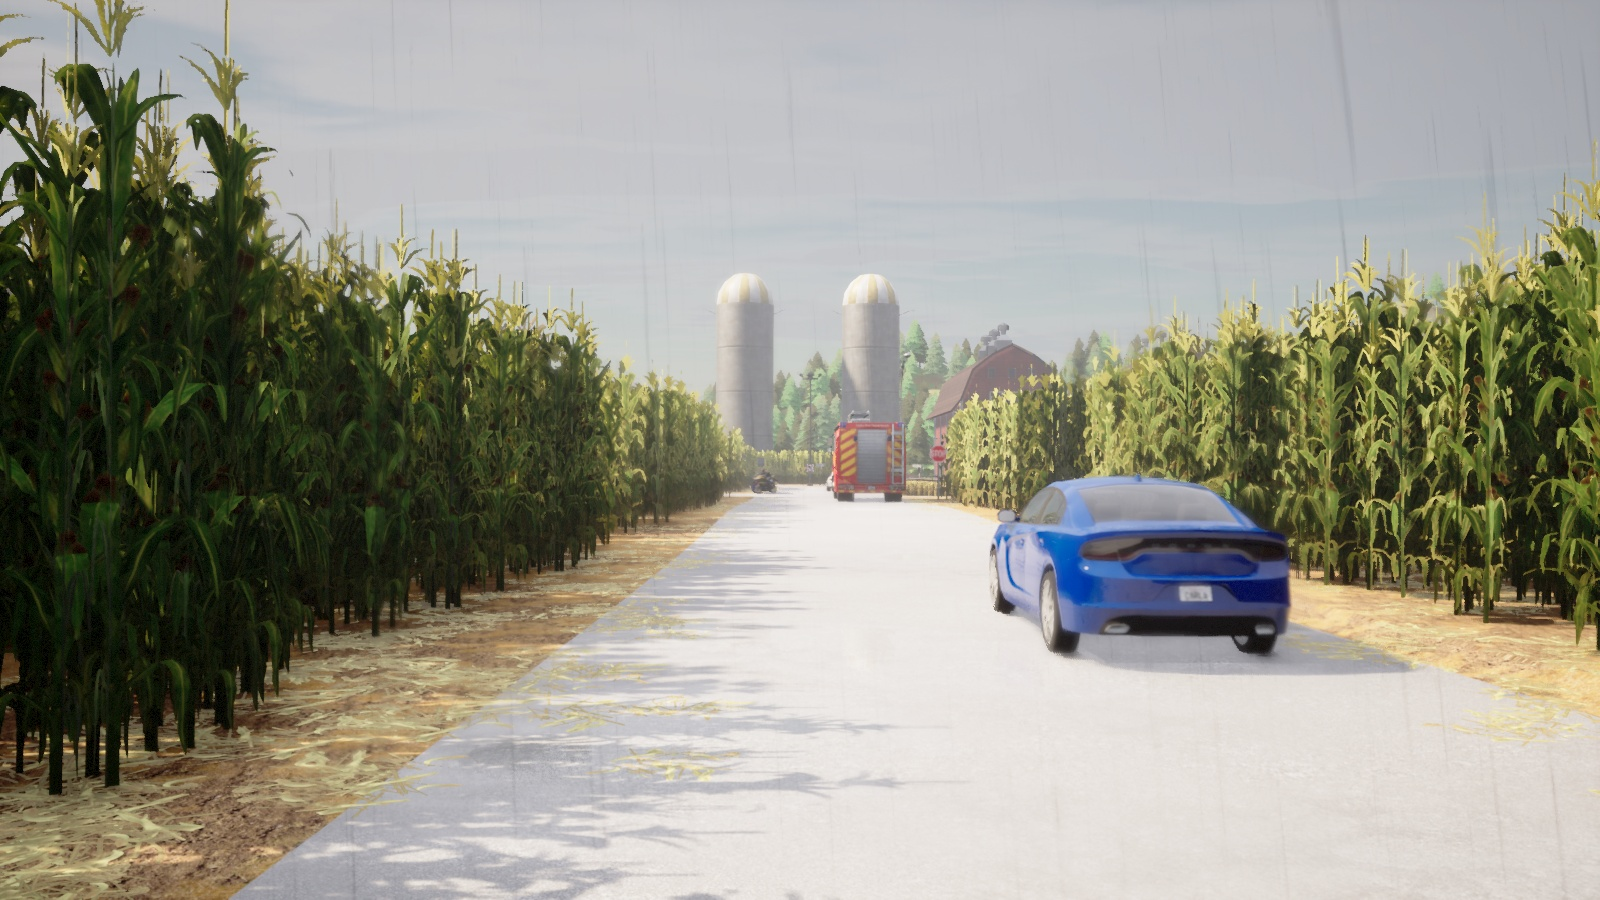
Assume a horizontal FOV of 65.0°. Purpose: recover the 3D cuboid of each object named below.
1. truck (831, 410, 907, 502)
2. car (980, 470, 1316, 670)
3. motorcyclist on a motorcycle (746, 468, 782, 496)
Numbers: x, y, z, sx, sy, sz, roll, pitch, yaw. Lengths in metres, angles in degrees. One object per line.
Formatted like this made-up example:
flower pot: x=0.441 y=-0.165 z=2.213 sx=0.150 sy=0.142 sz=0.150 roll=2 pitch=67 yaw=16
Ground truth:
truck: x=2.958 y=0.312 z=56.114 sx=2.891 sy=3.827 sz=8.468 roll=0 pitch=-1 yaw=0
car: x=3.070 y=0.974 z=12.296 sx=1.882 sy=1.535 sz=5.008 roll=0 pitch=-1 yaw=0
motorcyclist on a motorcycle: x=-2.080 y=1.824 z=72.394 sx=0.866 sy=1.530 sz=2.191 roll=-3 pitch=-1 yaw=35
